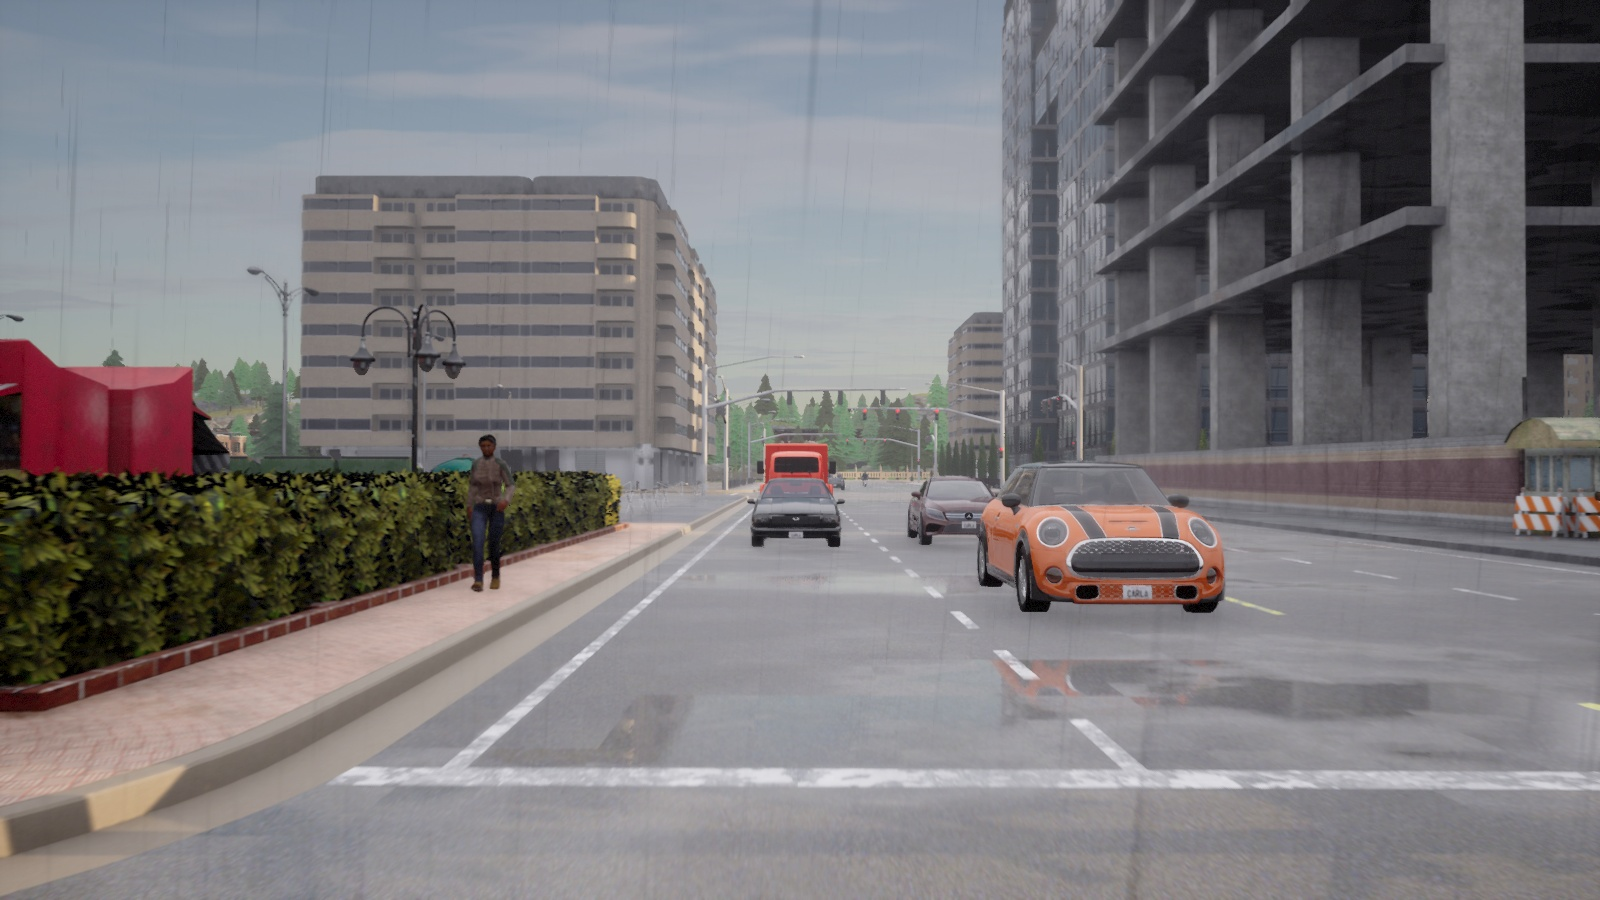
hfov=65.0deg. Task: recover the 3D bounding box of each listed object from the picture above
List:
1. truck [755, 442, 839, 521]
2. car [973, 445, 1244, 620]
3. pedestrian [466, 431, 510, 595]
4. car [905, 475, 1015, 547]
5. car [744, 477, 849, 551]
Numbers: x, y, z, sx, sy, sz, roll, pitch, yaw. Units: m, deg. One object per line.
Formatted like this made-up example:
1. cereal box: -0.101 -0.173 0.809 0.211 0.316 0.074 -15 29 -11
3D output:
1. truck: -0.114 1.031 42.001 2.627 2.467 5.204 0 -1 0
2. car: 3.458 0.883 15.071 2.097 1.767 4.553 0 -1 0
3. pedestrian: -3.537 0.704 14.268 0.328 1.805 0.869 0 -1 -3
4. car: 3.425 1.274 27.751 1.812 1.442 4.674 0 -1 0
5. car: -0.073 1.303 27.074 2.033 1.411 5.357 0 -1 0
